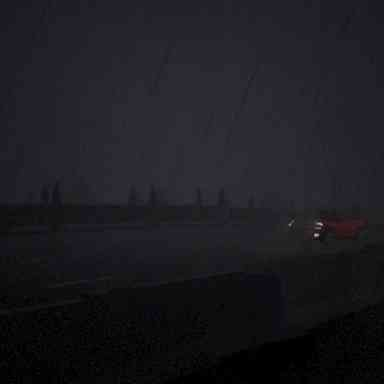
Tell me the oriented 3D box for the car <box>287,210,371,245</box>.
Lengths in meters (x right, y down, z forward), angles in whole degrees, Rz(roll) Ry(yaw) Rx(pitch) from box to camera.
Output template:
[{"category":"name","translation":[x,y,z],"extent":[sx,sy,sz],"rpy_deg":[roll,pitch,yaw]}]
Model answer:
[{"category":"car","translation":[7.136,1.722,17.626],"extent":[4.553,1.767,2.097],"rpy_deg":[4,-2,-35]}]
